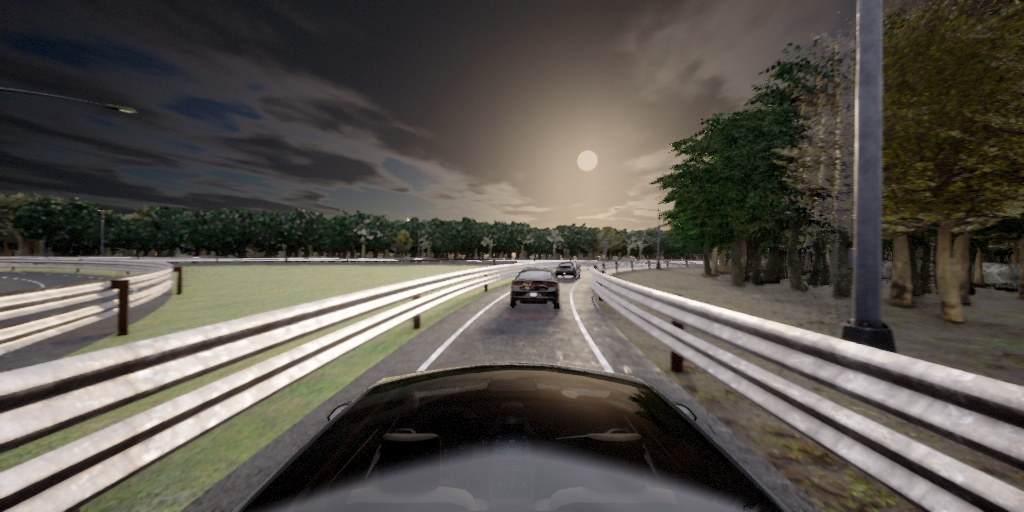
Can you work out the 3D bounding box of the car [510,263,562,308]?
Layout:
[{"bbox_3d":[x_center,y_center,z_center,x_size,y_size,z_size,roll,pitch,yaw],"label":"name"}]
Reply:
[{"bbox_3d":[1.102,1.243,15.425,1.882,1.535,5.008,0,0,8],"label":"car"}]

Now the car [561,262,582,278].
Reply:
[{"bbox_3d":[5.472,1.321,34.438,1.837,1.490,4.892,0,0,18],"label":"car"}]
